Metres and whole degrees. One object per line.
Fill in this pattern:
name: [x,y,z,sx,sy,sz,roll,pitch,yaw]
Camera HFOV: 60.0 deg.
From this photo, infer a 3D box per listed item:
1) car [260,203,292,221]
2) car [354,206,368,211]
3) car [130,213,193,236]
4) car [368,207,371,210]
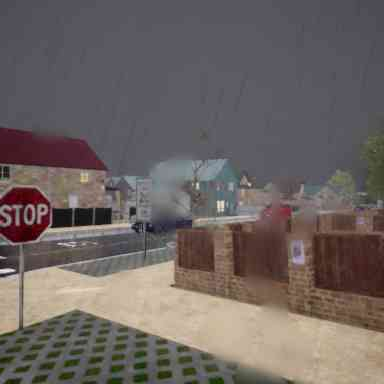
car: [10.063,2.361,39.339,2.150,2.045,5.566,1,-1,35]
car: [36.132,3.817,71.777,1.812,1.442,4.674,1,-1,35]
car: [-1.888,2.122,22.268,1.895,1.301,4.718,1,-1,35]
car: [41.751,4.221,79.835,2.033,1.411,5.357,1,-1,35]
